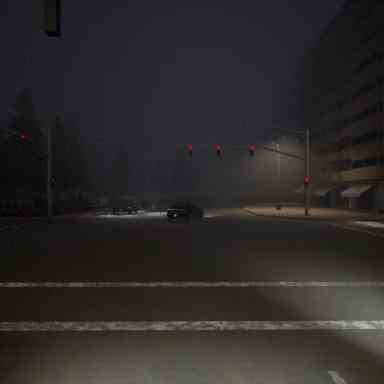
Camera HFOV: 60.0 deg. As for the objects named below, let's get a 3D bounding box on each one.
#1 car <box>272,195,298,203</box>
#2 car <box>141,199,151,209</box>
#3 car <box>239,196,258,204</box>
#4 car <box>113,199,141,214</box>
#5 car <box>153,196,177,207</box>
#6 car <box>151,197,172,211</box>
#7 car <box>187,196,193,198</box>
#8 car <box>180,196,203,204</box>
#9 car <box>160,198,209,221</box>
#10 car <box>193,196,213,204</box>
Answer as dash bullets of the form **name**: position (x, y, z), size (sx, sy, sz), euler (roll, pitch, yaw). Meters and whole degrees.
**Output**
- **car**: position (18.506, 1.478, 67.505), size (5.008, 1.535, 1.882), euler (0, 0, -33)
- **car**: position (-6.407, 1.601, 44.083), size (1.895, 1.301, 4.718), euler (0, 0, 6)
- **car**: position (11.208, 1.492, 65.775), size (2.128, 1.511, 4.902), euler (0, 0, 44)
- **car**: position (-6.952, 1.526, 35.004), size (1.812, 1.442, 4.674), euler (0, 0, 2)
- **car**: position (-4.280, 1.491, 53.926), size (2.128, 1.511, 4.902), euler (0, 0, 20)
- **car**: position (-3.217, 1.491, 40.587), size (2.128, 1.511, 4.902), euler (0, 0, 4)
- **car**: position (-1.902, 1.547, 50.317), size (2.033, 1.411, 5.357), euler (0, 0, 15)
- **car**: position (-0.023, 1.491, 63.087), size (2.128, 1.511, 4.902), euler (0, 0, 32)
- **car**: position (-0.489, 1.509, 27.167), size (2.128, 1.511, 4.902), euler (1, 1, 18)
- **car**: position (1.991, 1.601, 59.544), size (1.895, 1.301, 4.718), euler (0, 0, 31)
